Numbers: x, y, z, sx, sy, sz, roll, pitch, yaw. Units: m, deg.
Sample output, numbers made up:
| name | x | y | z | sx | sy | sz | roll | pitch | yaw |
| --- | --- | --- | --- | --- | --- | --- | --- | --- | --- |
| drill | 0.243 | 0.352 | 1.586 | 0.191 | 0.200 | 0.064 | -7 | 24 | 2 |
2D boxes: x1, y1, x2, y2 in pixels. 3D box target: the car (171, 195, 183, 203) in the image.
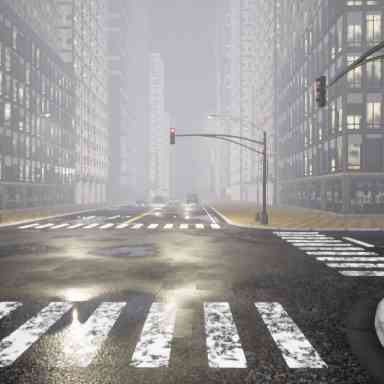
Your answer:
| name | x | y | z | sx | sy | sz | roll | pitch | yaw |
| --- | --- | --- | --- | --- | --- | --- | --- | --- | --- |
| car | -3.121 | 1.495 | 70.118 | 2.128 | 1.511 | 4.902 | 0 | 0 | 0 |

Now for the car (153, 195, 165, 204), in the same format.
| name | x | y | z | sx | sy | sz | roll | pitch | yaw |
| --- | --- | --- | --- | --- | --- | --- | --- | --- | --- |
| car | -6.381 | 1.468 | 64.321 | 2.097 | 1.767 | 4.553 | 0 | 0 | 0 |

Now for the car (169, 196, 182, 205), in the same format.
| name | x | y | z | sx | sy | sz | roll | pitch | yaw |
| --- | --- | --- | --- | --- | --- | --- | --- | --- | --- |
| car | -3.139 | 1.702 | 60.146 | 1.895 | 1.301 | 4.718 | 0 | 0 | 0 |

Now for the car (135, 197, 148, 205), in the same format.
| name | x | y | z | sx | sy | sz | roll | pitch | yaw |
| --- | --- | --- | --- | --- | --- | --- | --- | --- | --- |
| car | -9.631 | 1.663 | 64.296 | 2.033 | 1.411 | 5.357 | 0 | 0 | 0 |

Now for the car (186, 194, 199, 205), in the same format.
| name | x | y | z | sx | sy | sz | roll | pitch | yaw |
| --- | --- | --- | --- | --- | --- | --- | --- | --- | --- |
| car | 0.111 | 1.322 | 60.142 | 2.150 | 2.045 | 5.566 | 0 | 0 | 0 |

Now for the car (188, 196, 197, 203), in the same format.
| name | x | y | z | sx | sy | sz | roll | pitch | yaw |
| --- | --- | --- | --- | --- | --- | --- | --- | --- | --- |
| car | 0.130 | 1.540 | 70.529 | 1.994 | 1.385 | 4.181 | 0 | 0 | 0 |
